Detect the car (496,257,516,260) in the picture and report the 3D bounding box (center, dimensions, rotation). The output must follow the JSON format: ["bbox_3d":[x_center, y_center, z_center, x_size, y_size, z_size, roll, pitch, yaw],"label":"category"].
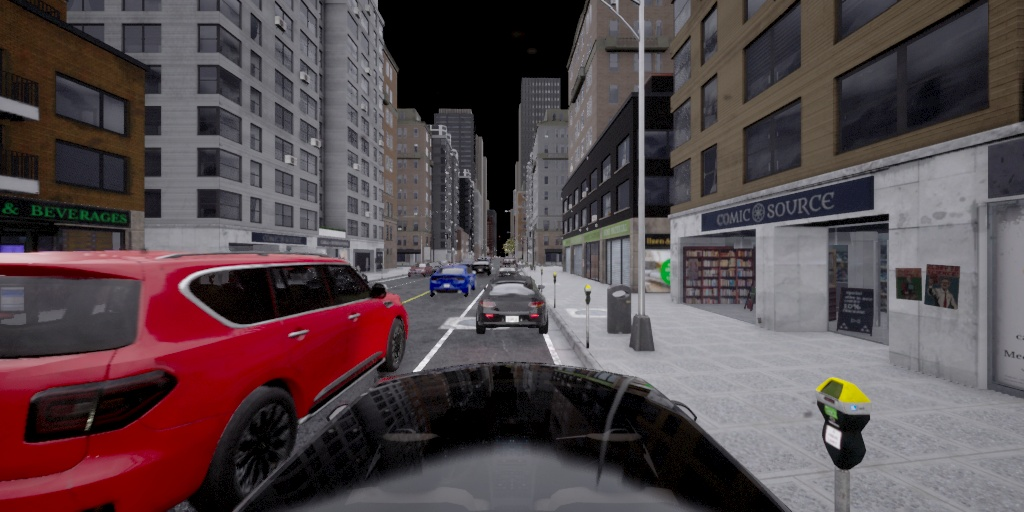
[{"bbox_3d":[-0.288,1.066,40.309,2.192,1.841,5.009,0,0,0],"label":"car"}]

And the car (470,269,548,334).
[{"bbox_3d":[0.003,1.276,10.500,1.812,1.442,4.674,0,0,0],"label":"car"}]

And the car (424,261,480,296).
[{"bbox_3d":[-3.045,1.228,19.207,1.882,1.535,5.008,0,0,0],"label":"car"}]

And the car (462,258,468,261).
[{"bbox_3d":[-6.148,1.101,49.296,2.097,1.767,4.553,0,0,0],"label":"car"}]

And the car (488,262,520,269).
[{"bbox_3d":[-0.288,1.301,23.738,2.007,1.370,4.403,0,0,0],"label":"car"}]

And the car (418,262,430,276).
[{"bbox_3d":[-8.814,1.333,34.778,1.802,1.307,4.207,0,0,0],"label":"car"}]

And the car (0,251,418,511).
[{"bbox_3d":[-3.048,0.973,4.453,2.150,2.045,5.566,0,0,0],"label":"car"}]

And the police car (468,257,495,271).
[{"bbox_3d":[-3.146,1.176,38.022,1.930,1.638,5.238,0,0,0],"label":"police car"}]
